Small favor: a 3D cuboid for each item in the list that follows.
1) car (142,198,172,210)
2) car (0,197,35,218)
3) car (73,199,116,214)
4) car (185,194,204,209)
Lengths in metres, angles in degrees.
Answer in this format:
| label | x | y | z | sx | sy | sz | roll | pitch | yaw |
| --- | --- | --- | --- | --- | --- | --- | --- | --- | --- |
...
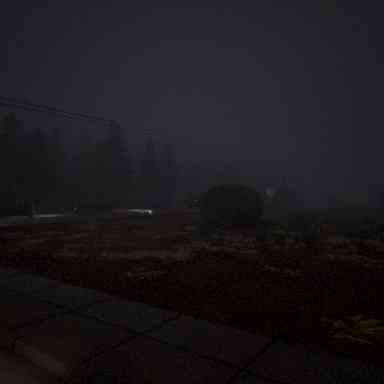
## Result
| label | x | y | z | sx | sy | sz | roll | pitch | yaw |
| --- | --- | --- | --- | --- | --- | --- | --- | --- | --- |
| car | -4.623 | 1.552 | 44.290 | 1.812 | 1.442 | 4.674 | 0 | 0 | 37 |
| car | -16.166 | 1.378 | 28.738 | 2.097 | 1.767 | 4.553 | 0 | 0 | 37 |
| car | -10.581 | 1.518 | 36.269 | 2.128 | 1.511 | 4.902 | 0 | 0 | 37 |
| car | 1.353 | 1.248 | 46.203 | 2.150 | 2.045 | 5.566 | 0 | 0 | 38 |
